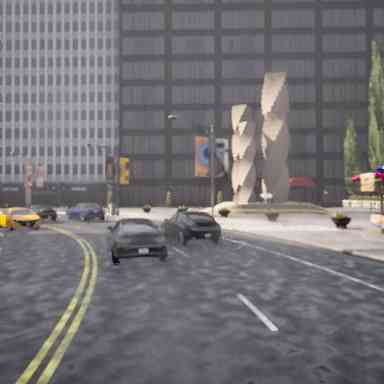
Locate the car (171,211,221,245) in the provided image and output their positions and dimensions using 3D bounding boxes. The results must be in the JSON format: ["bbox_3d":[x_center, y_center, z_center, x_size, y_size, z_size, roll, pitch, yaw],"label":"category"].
[{"bbox_3d":[-0.179,1.744,17.130,1.837,1.490,4.892,0,-1,-22],"label":"car"}]

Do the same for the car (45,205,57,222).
[{"bbox_3d":[-14.320,1.987,30.918,4.892,1.490,1.837,-1,-2,42],"label":"car"}]

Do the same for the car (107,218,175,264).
[{"bbox_3d":[-2.170,1.710,12.583,1.812,1.442,4.674,0,-1,-17],"label":"car"}]

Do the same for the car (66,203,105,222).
[{"bbox_3d":[-10.262,1.832,31.876,2.097,1.767,4.553,0,-1,-45],"label":"car"}]

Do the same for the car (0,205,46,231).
[{"bbox_3d":[-12.345,1.852,23.719,1.882,1.535,5.008,1,-1,-41],"label":"car"}]
